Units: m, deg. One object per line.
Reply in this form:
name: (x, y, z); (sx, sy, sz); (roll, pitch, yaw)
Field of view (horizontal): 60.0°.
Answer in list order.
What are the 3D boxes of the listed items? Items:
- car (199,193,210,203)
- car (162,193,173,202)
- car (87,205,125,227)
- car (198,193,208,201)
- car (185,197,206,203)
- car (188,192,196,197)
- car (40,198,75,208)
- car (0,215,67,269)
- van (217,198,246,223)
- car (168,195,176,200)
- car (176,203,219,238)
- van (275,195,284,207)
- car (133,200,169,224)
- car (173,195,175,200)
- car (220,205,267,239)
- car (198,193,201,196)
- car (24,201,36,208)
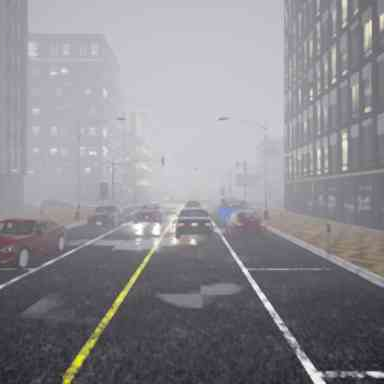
car: (2.693, 1.458, 67.392); (1.752, 1.417, 4.829); (0, 0, 0)
car: (-5.688, 1.457, 72.590); (1.752, 1.417, 4.829); (0, 0, 0)
car: (-5.687, 1.532, 22.461); (1.947, 1.339, 4.313); (0, 0, 0)
car: (2.693, 1.246, 83.839); (2.192, 1.841, 5.009); (0, 0, 0)
car: (0.069, 1.480, 32.827); (1.812, 1.442, 4.674); (0, 0, -1)
car: (0.000, 1.120, 89.890); (2.150, 2.045, 5.566); (0, 0, 0)
car: (-17.466, 1.467, 43.246); (4.206, 1.307, 1.802); (0, 0, 0)
car: (-5.687, 1.527, 11.083); (1.887, 1.381, 4.507); (0, 0, 0)
van: (2.661, 1.307, 22.435); (1.690, 1.788, 3.998); (0, 0, 0)
car: (-5.688, 1.485, 94.917); (2.008, 1.369, 4.403); (0, 0, 0)
car: (0.101, 1.520, 17.547); (2.033, 1.411, 5.357); (0, 0, 0)
van: (14.900, 1.346, 51.706); (3.998, 1.788, 1.690); (0, 0, 0)
car: (-3.083, 1.527, 24.577); (1.994, 1.385, 4.181); (0, 0, 0)
car: (-5.687, 1.246, 83.839); (2.192, 1.841, 5.009); (0, 0, 0)
car: (2.661, 1.556, 16.746); (1.802, 1.307, 4.206); (0, 0, 0)
car: (2.692, 1.513, 78.300); (1.802, 1.307, 4.206); (0, 0, 0)
car: (-22.958, 1.400, 43.233); (4.829, 1.417, 1.752); (0, 0, 0)
